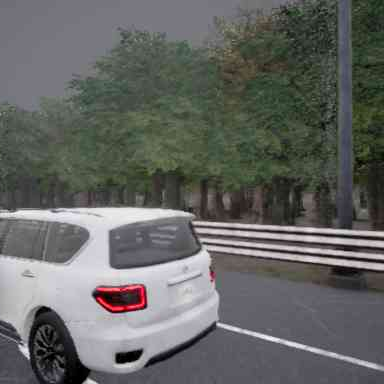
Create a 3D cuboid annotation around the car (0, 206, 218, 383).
[{"bbox_3d":[-2.228,1.256,5.492,5.566,2.045,2.150,0,0,36],"label":"car"}]
